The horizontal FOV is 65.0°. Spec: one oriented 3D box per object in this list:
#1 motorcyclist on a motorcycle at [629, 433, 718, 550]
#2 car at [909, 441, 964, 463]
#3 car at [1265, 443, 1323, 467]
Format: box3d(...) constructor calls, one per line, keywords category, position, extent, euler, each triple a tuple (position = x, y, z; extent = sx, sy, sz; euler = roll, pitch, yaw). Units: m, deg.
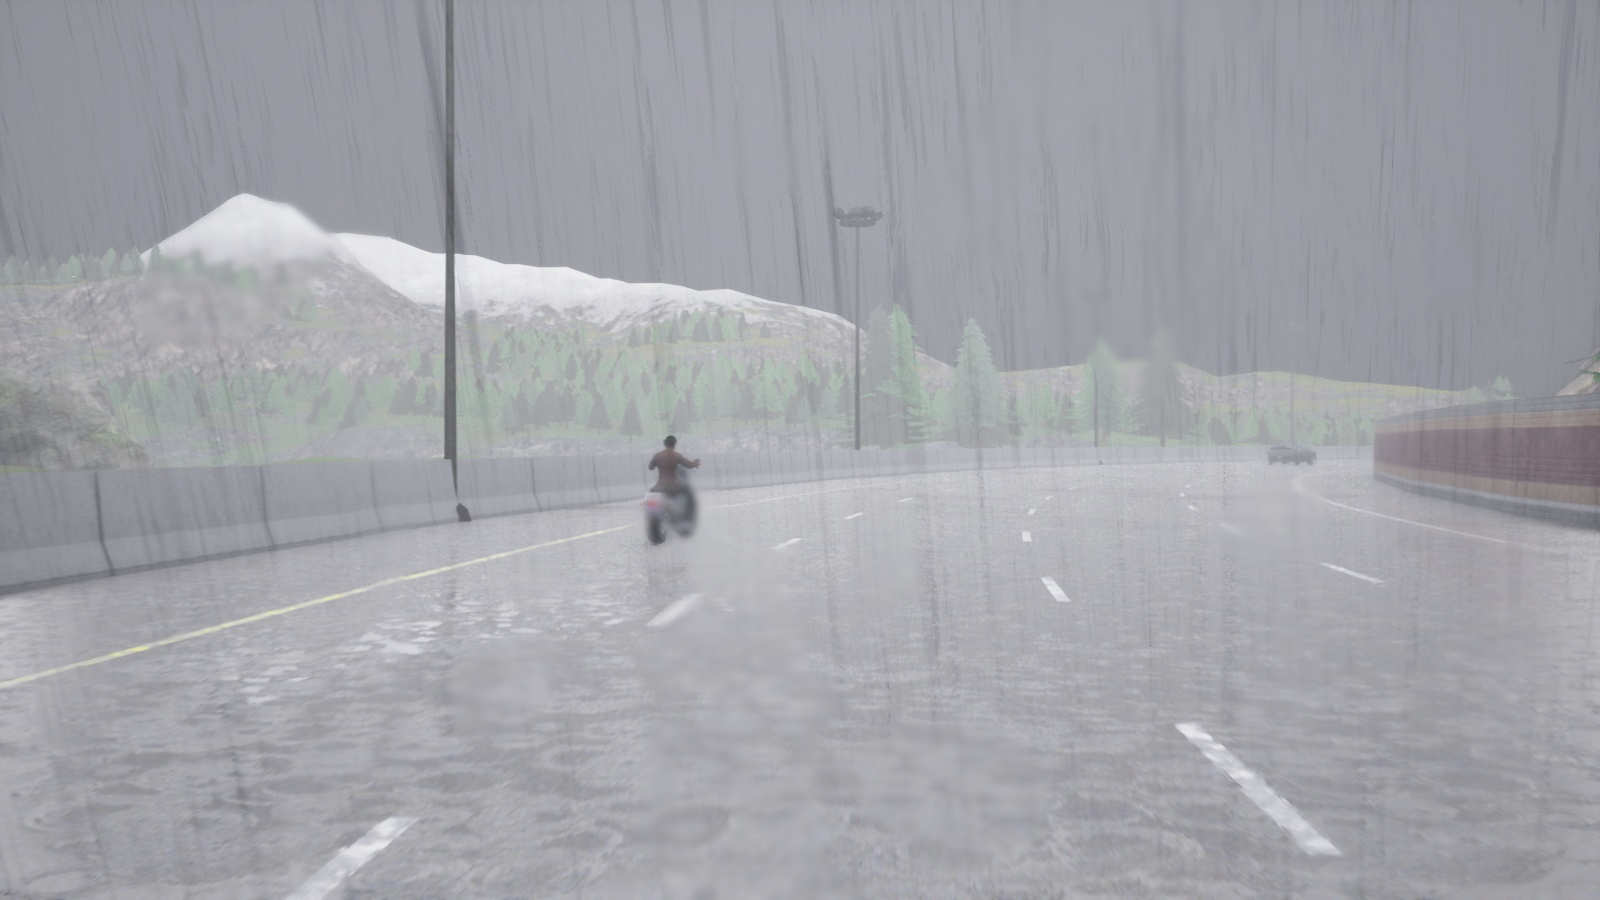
box3d(category="motorcyclist on a motorcycle", position=(-1.882, 0.587, 19.073), extent=(0.766, 1.649, 2.350), euler=(1, 0, 9))
box3d(category="car", position=(10.750, 0.133, 98.587), extent=(2.033, 1.649, 4.856), euler=(0, 0, 38))
box3d(category="car", position=(31.204, 0.292, 79.289), extent=(2.128, 1.511, 4.902), euler=(0, 0, 37))
